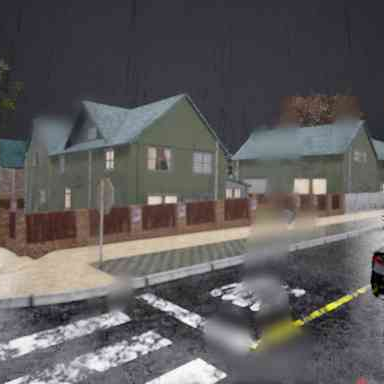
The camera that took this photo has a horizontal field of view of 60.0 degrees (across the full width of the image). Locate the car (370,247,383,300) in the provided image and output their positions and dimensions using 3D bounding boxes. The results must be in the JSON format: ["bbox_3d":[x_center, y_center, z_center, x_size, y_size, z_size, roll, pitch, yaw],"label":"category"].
[{"bbox_3d":[5.442,1.355,6.833,5.008,1.535,1.882,-1,2,-42],"label":"car"}]
